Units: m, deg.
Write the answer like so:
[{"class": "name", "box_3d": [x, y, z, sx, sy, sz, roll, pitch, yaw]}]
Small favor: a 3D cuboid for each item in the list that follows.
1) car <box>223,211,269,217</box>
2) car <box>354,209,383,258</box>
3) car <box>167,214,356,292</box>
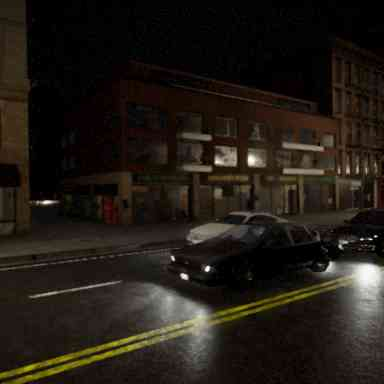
[{"class": "car", "box_3d": [2.016, 1.487, 13.030, 4.674, 1.442, 1.812, 0, 0, -35]}, {"class": "car", "box_3d": [7.177, 1.451, 12.675, 4.892, 1.490, 1.837, 0, 0, -36]}, {"class": "car", "box_3d": [1.994, 1.519, 9.091, 5.357, 1.411, 2.033, 0, 0, -35]}]
